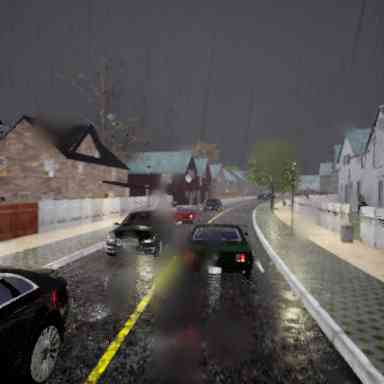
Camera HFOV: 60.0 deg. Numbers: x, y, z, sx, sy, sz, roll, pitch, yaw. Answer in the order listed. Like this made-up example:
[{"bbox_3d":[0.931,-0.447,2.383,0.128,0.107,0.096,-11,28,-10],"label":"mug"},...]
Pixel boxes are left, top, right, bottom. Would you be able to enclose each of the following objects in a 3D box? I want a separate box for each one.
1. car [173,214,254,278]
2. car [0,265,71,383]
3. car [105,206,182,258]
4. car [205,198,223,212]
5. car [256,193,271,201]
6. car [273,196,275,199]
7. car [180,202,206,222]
[{"bbox_3d":[0.789,1.607,10.253,1.895,1.301,4.718,1,0,6],"label":"car"},{"bbox_3d":[-2.737,1.465,2.594,2.128,1.511,4.902,1,0,6],"label":"car"},{"bbox_3d":[-1.759,1.487,12.839,1.837,1.490,4.892,1,0,6],"label":"car"},{"bbox_3d":[2.404,1.496,38.018,1.837,1.490,4.892,1,0,12],"label":"car"},{"bbox_3d":[14.881,1.079,70.467,1.812,1.442,4.674,1,1,21],"label":"car"},{"bbox_3d":[18.709,0.999,80.008,1.812,1.442,4.674,1,1,23],"label":"car"},{"bbox_3d":[-0.434,1.593,22.950,1.895,1.301,4.718,1,0,9],"label":"car"}]
